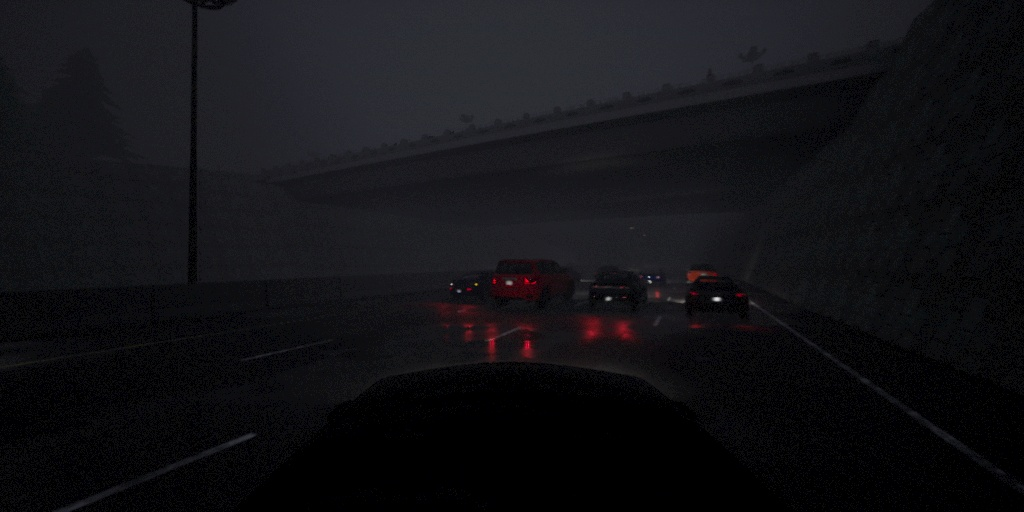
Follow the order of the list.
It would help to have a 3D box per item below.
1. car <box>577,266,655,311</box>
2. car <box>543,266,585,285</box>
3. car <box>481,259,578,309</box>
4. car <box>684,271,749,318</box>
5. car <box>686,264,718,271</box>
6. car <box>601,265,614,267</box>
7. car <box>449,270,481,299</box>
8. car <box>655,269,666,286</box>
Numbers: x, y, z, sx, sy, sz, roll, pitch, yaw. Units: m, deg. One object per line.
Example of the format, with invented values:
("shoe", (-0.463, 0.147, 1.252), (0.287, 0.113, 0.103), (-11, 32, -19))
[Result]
("car", (4.649, 1.389, 15.422), (2.128, 1.511, 4.902), (0, -1, 27))
("car", (4.593, 1.615, 31.104), (2.033, 1.411, 5.357), (0, -1, 26))
("car", (1.093, 1.132, 16.152), (2.150, 2.045, 5.566), (0, 0, 27))
("car", (7.781, 1.440, 13.854), (1.994, 1.385, 4.181), (0, -1, 27))
("car", (14.404, 1.367, 27.244), (2.097, 1.767, 4.553), (0, -1, 27))
("car", (8.496, 1.541, 31.070), (1.882, 1.535, 5.008), (0, 0, 27))
("car", (-1.443, 1.465, 18.883), (1.812, 1.442, 4.674), (0, 0, 27))
("car", (11.186, 1.635, 28.635), (1.895, 1.301, 4.718), (0, -1, 27))
